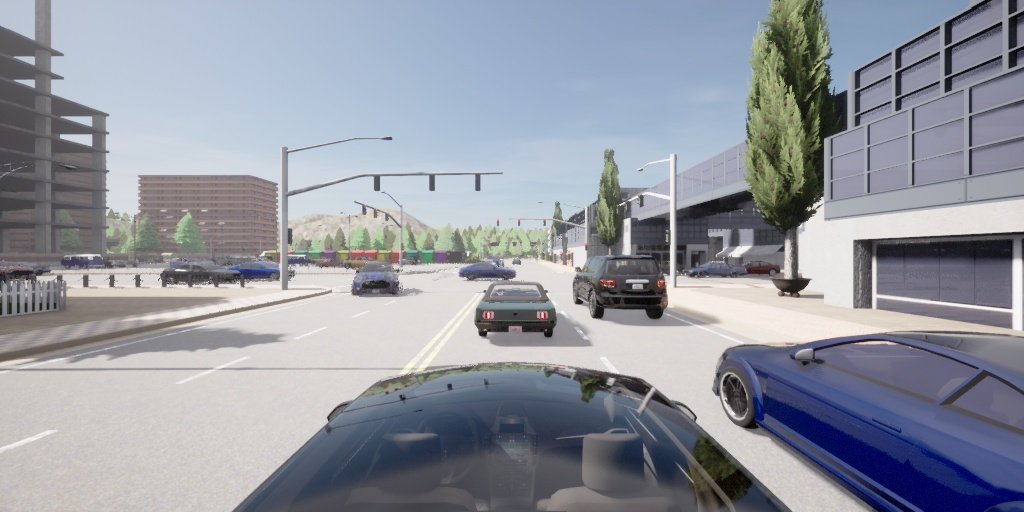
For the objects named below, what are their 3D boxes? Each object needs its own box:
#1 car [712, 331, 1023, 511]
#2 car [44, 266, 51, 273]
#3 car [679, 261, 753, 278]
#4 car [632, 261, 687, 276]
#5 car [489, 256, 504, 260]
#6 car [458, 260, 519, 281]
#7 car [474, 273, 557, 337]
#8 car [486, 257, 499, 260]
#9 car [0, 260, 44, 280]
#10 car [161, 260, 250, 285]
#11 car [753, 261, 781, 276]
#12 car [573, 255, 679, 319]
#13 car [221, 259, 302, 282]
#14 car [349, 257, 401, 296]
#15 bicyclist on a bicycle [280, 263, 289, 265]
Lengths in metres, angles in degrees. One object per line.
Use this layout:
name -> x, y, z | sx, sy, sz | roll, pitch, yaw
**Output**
car -> 3.606, 1.314, 2.996 | 1.994, 1.385, 4.181 | 0, 0, 0
car -> -49.996, 1.297, 36.100 | 5.357, 1.411, 2.033 | 0, 0, 1
car -> 18.698, 1.297, 33.130 | 5.357, 1.411, 2.033 | 0, 0, 1
car -> 15.010, 1.255, 36.663 | 4.892, 1.490, 1.837 | 0, 0, 1
car -> -3.157, 0.971, 61.347 | 2.150, 2.045, 5.566 | 0, 0, 2
car -> -1.997, 1.275, 29.250 | 4.674, 1.442, 1.812 | 0, 0, -2
car -> 0.105, 1.351, 10.236 | 1.895, 1.301, 4.718 | 0, 0, 1
car -> -3.430, 1.276, 51.503 | 1.812, 1.442, 4.674 | 0, 0, 3
car -> -41.629, 1.102, 28.945 | 4.553, 1.767, 2.097 | 0, 0, 0
car -> -21.873, 1.254, 25.382 | 4.892, 1.490, 1.837 | 0, 0, 0
car -> 24.497, 1.228, 36.576 | 5.008, 1.535, 1.882 | 0, 0, 1
car -> 3.625, 0.971, 12.961 | 2.150, 2.045, 5.566 | 0, 0, 1
car -> -20.183, 1.227, 28.878 | 5.008, 1.535, 1.882 | 0, 0, 0
car -> -7.140, 1.102, 19.233 | 2.097, 1.767, 4.553 | -1, 0, -17
bicyclist on a bicycle -> -25.259, 1.052, 39.874 | 0.582, 1.620, 1.656 | 0, 0, 0
